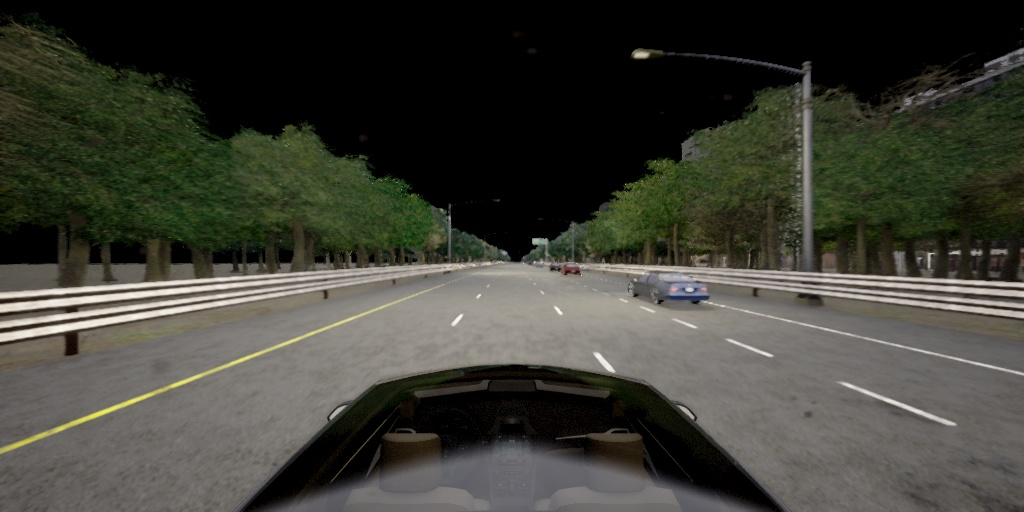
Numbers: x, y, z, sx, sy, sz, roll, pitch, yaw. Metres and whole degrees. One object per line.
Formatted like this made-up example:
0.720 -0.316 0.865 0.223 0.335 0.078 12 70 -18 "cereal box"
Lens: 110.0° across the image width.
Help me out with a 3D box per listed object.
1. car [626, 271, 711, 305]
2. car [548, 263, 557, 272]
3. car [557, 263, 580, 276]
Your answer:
7.005 1.390 16.663 2.033 1.411 5.357 0 0 0 "car"
7.158 1.864 59.751 1.882 1.535 5.008 0 -1 0 "car"
7.078 1.634 43.802 1.882 1.535 5.008 0 -1 0 "car"
